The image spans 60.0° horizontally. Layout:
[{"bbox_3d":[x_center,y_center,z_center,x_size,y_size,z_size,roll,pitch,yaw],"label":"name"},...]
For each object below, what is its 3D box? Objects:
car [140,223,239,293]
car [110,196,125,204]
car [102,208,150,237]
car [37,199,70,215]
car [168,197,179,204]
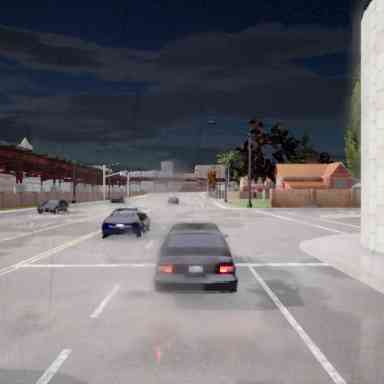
[{"bbox_3d":[0.074,1.547,8.962,2.033,1.411,5.357,0,0,0],"label":"car"},{"bbox_3d":[-14.165,1.548,63.684,2.033,1.411,5.357,0,0,0],"label":"car"},{"bbox_3d":[-3.438,1.564,17.886,1.994,1.385,4.181,0,0,0],"label":"car"},{"bbox_3d":[-14.168,1.505,34.204,1.837,1.490,4.892,0,0,0],"label":"car"},{"bbox_3d":[-3.526,1.562,63.918,1.994,1.385,4.181,0,0,0],"label":"car"}]
